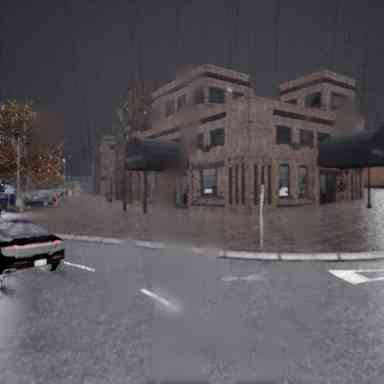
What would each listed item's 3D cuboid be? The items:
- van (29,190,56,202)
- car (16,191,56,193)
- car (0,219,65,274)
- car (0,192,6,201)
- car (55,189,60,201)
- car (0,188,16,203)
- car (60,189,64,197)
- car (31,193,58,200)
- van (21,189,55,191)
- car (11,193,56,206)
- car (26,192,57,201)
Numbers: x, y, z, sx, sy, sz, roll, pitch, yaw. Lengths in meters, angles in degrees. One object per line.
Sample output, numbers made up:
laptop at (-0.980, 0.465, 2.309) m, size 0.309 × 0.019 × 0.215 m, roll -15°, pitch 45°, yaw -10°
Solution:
van at (-27.591, 0.716, 61.385) m, size 4.442 × 1.987 × 1.878 m, roll 0°, pitch 1°, yaw -19°
car at (-22.834, 1.065, 48.697) m, size 4.553 × 1.767 × 2.185 m, roll 0°, pitch 1°, yaw -21°
car at (-5.686, 1.560, 9.822) m, size 4.902 × 1.511 × 2.128 m, roll 0°, pitch 0°, yaw 38°
car at (-36.009, 0.736, 61.467) m, size 1.837 × 1.490 × 4.892 m, roll 0°, pitch 1°, yaw -18°
car at (-24.849, 0.846, 53.814) m, size 5.566 × 2.045 × 2.435 m, roll 0°, pitch 1°, yaw -21°
car at (-30.097, 0.801, 54.085) m, size 2.150 × 2.045 × 5.566 m, roll 0°, pitch 1°, yaw -20°
car at (-31.972, 0.639, 74.314) m, size 4.892 × 1.521 × 2.231 m, roll 0°, pitch 1°, yaw -16°
car at (-29.485, 0.867, 66.512) m, size 4.674 × 1.452 × 2.002 m, roll 0°, pitch 1°, yaw -18°
van at (-23.977, 0.918, 51.207) m, size 4.442 × 1.987 × 1.878 m, roll 0°, pitch 1°, yaw -21°
car at (-21.864, 1.236, 46.121) m, size 4.892 × 1.521 × 2.231 m, roll 0°, pitch 1°, yaw -21°
car at (-28.784, 0.882, 63.867) m, size 5.366 × 1.575 × 1.946 m, roll 0°, pitch 1°, yaw -19°
